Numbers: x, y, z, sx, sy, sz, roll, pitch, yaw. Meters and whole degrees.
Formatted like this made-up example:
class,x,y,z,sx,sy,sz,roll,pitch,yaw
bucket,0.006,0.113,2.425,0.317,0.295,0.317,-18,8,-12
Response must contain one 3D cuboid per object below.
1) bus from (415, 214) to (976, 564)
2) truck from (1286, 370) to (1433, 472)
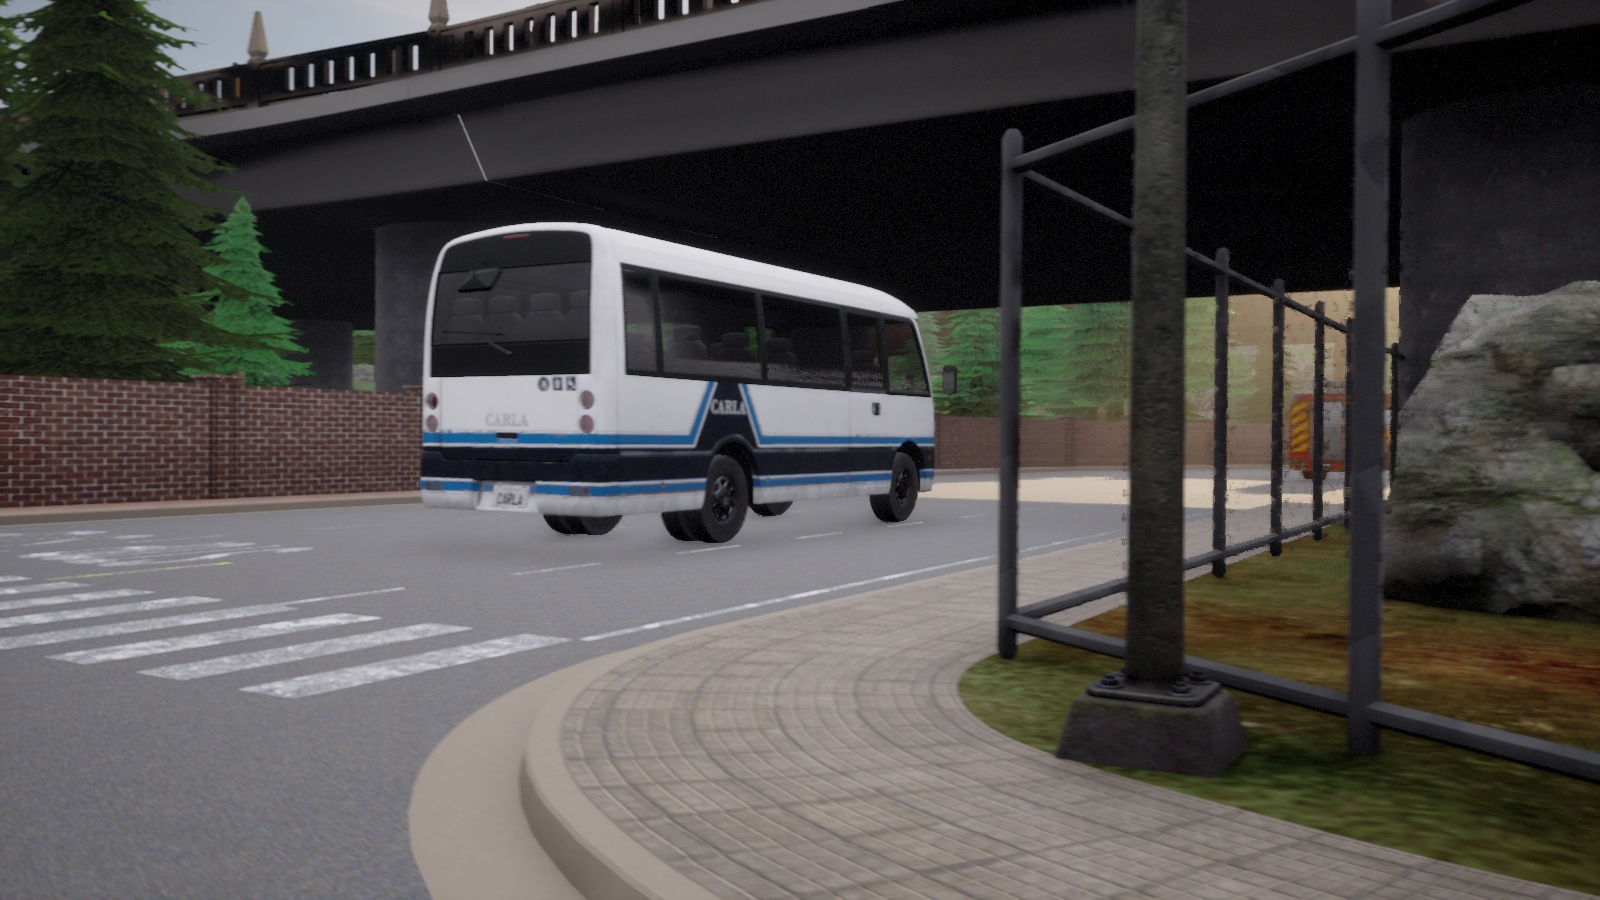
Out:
class,x,y,z,sx,sy,sz,roll,pitch,yaw
bus,-0.954,-0.804,20.688,3.944,4.253,10.273,0,1,31
truck,22.863,-1.141,51.040,2.891,3.827,8.468,0,1,43
